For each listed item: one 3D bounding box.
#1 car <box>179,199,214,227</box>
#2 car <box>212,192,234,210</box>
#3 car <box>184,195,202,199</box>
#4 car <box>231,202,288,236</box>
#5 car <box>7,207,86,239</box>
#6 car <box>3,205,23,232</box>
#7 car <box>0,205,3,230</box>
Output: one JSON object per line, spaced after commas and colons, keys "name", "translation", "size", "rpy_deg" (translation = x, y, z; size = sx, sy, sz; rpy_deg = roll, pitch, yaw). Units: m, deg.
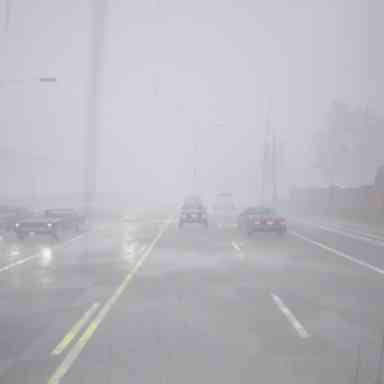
{"name": "car", "translation": [0.099, 1.417, 21.843], "size": [2.033, 1.411, 5.357], "rpy_deg": [0, 0, 0]}
{"name": "car", "translation": [3.600, 0.957, 38.415], "size": [2.150, 2.045, 5.566], "rpy_deg": [0, 1, 0]}
{"name": "car", "translation": [0.101, 1.080, 39.039], "size": [2.097, 1.767, 4.553], "rpy_deg": [0, 0, 0]}
{"name": "car", "translation": [3.599, 1.450, 17.833], "size": [2.033, 1.411, 5.357], "rpy_deg": [0, 0, 0]}
{"name": "car", "translation": [-7.001, 1.511, 16.820], "size": [1.895, 1.301, 4.718], "rpy_deg": [0, 0, 0]}
{"name": "car", "translation": [-10.501, 1.457, 18.892], "size": [1.994, 1.385, 4.181], "rpy_deg": [0, 0, 0]}
{"name": "car", "translation": [-10.501, 1.282, 14.157], "size": [2.097, 1.767, 4.553], "rpy_deg": [0, 0, 0]}
